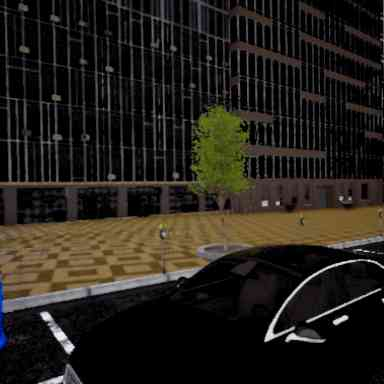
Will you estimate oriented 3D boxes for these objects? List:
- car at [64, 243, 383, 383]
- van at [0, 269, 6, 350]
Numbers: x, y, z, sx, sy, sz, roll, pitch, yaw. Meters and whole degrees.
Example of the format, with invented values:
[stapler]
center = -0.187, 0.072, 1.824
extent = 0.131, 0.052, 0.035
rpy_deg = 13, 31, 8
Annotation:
[car]
center = 1.027, 1.488, 4.056
extent = 4.892, 1.490, 1.837
rpy_deg = -1, 0, -35
[van]
center = -4.218, 1.349, 3.568
extent = 3.998, 1.788, 1.690
rpy_deg = 0, -1, -35
